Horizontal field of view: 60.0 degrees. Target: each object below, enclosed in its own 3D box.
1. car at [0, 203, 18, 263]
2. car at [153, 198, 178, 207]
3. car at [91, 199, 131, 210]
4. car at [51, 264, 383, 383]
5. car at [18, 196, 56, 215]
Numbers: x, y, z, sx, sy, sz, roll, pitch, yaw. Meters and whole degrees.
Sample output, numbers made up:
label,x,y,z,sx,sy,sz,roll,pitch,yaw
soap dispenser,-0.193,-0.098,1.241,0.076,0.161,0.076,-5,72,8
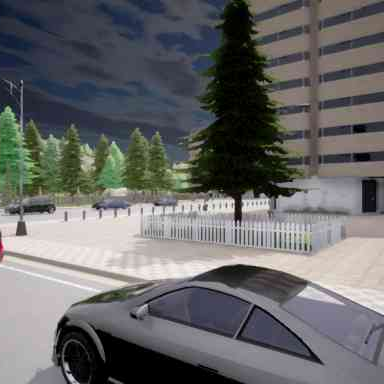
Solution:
label,x,y,z,sx,sy,sz,roll,pitch,yaw
car,-7.383,1.221,9.207,5.566,2.045,2.150,0,0,36
car,-4.062,1.564,50.694,1.994,1.385,4.181,0,0,35
car,-10.113,1.547,42.220,2.033,1.411,5.357,0,0,36
car,0.306,1.564,3.774,4.181,1.385,1.994,0,0,35
car,-16.246,1.352,33.606,2.097,1.767,4.553,0,0,35
